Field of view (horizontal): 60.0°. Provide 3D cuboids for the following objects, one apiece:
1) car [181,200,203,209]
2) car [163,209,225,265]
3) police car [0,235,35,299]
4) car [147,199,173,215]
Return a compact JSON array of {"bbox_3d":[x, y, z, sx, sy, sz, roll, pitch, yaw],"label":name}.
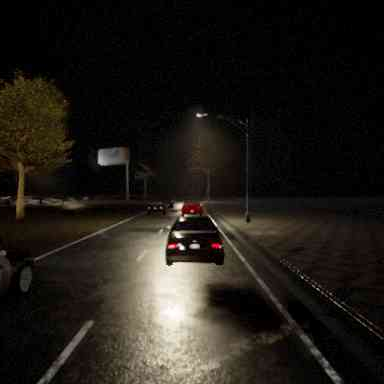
[{"bbox_3d":[0.008,1.539,31.594,1.882,1.535,5.008,0,0,0],"label":"car"},{"bbox_3d":[0.069,1.570,11.775,2.033,1.411,5.357,0,0,0],"label":"car"},{"bbox_3d":[-4.564,1.440,5.829,1.930,1.638,5.238,0,0,0],"label":"police car"},{"bbox_3d":[-3.530,1.617,34.876,2.033,1.411,5.357,0,0,1],"label":"car"}]
